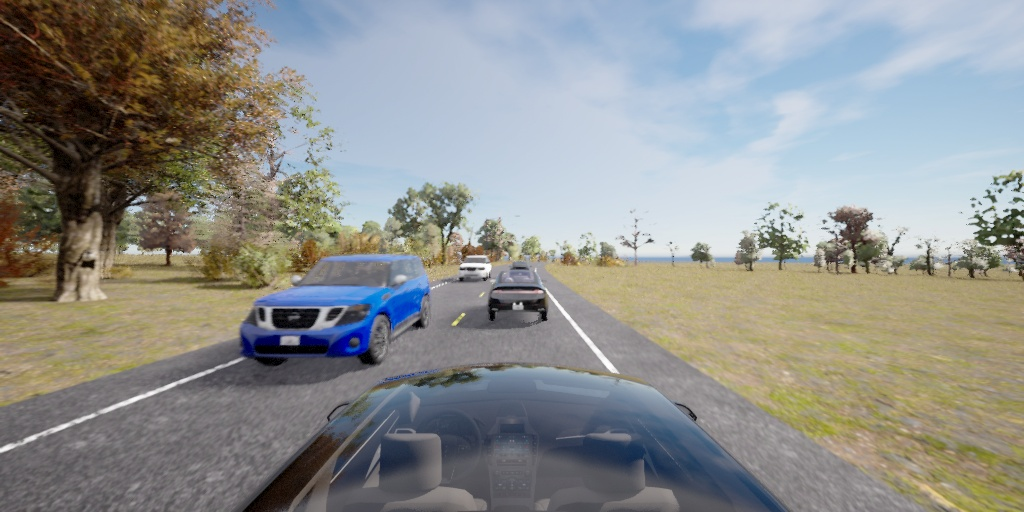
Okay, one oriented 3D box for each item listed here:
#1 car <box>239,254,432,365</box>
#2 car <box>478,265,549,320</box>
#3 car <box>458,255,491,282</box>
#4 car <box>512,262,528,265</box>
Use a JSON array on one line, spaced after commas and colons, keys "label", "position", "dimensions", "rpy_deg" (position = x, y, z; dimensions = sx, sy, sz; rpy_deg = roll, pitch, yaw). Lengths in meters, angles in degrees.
[{"label": "car", "position": [-3.437, 0.968, 8.358], "dimensions": [2.150, 2.045, 5.566], "rpy_deg": [0, 0, 1]}, {"label": "car", "position": [0.208, 1.240, 12.573], "dimensions": [2.128, 1.511, 4.902], "rpy_deg": [0, 0, 1]}, {"label": "car", "position": [-2.966, 0.966, 29.831], "dimensions": [2.150, 2.045, 5.566], "rpy_deg": [0, 0, 2]}, {"label": "car", "position": [0.765, 1.257, 32.621], "dimensions": [1.837, 1.490, 4.892], "rpy_deg": [0, 0, 2]}]
